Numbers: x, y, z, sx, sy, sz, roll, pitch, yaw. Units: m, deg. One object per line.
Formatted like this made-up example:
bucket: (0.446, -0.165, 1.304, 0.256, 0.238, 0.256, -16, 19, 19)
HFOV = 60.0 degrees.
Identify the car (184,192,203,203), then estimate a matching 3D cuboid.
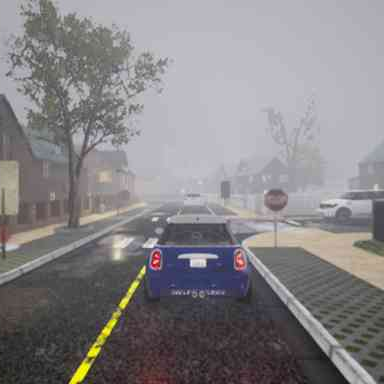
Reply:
car: (0.183, 1.041, 40.602, 2.150, 2.045, 5.566, 0, 0, 0)

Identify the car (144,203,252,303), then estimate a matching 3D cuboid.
car: (0.117, 1.318, 8.266, 2.097, 1.767, 4.553, 0, 0, 0)

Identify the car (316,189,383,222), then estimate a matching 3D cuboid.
car: (11.112, 0.832, 21.792, 5.566, 2.045, 2.150, -1, 0, -2)
